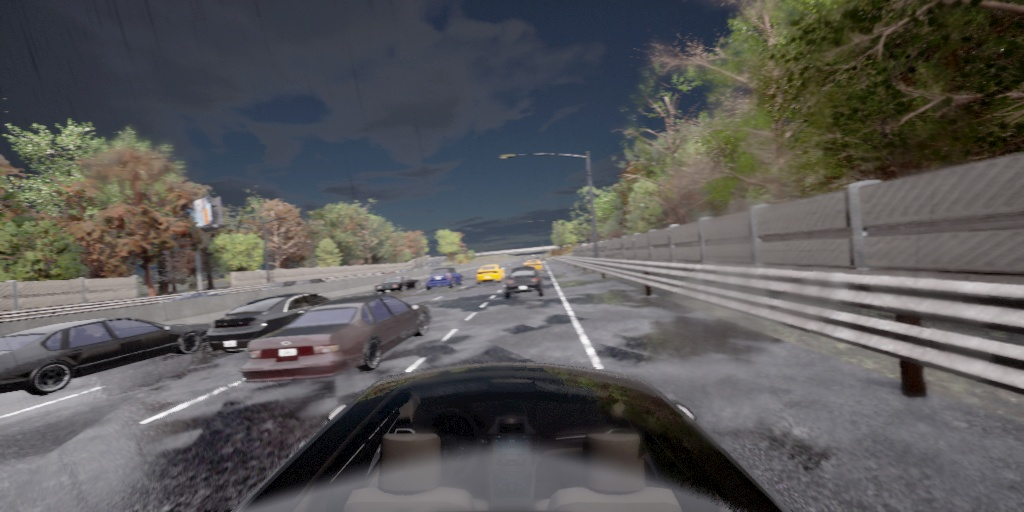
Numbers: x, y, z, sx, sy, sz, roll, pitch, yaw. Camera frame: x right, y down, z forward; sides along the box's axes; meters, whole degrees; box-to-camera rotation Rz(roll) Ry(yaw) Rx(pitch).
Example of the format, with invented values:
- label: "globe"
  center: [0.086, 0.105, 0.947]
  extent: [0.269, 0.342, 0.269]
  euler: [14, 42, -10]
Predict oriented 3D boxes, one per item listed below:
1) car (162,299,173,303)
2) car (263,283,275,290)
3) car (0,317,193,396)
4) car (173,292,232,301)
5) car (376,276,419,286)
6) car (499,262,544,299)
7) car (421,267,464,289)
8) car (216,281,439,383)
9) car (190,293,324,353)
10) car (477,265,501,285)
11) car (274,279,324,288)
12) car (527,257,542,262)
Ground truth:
- label: "car"
  center: [-29.704, 4.154, 33.279]
  extent: [2.033, 1.411, 5.357]
  euler: [-5, 0, 5]
- label: "car"
  center: [-22.587, 3.309, 34.995]
  extent: [2.097, 1.767, 4.553]
  euler: [-5, 0, 5]
- label: "car"
  center: [-10.499, 2.289, 8.958]
  extent: [2.033, 1.411, 5.357]
  euler: [-5, 0, 4]
- label: "car"
  center: [-26.343, 3.891, 31.593]
  extent: [1.895, 1.301, 4.718]
  euler: [-5, 0, 5]
- label: "car"
  center: [-8.919, 2.275, 28.422]
  extent: [1.895, 1.301, 4.718]
  euler: [-5, 0, 5]
- label: "car"
  center: [0.678, 1.278, 18.710]
  extent: [1.812, 1.442, 4.674]
  euler: [-5, 0, 5]
- label: "car"
  center: [-5.390, 1.704, 29.168]
  extent: [2.097, 1.767, 4.553]
  euler: [-5, 0, 5]
- label: "car"
  center: [-3.539, 1.647, 8.488]
  extent: [2.033, 1.411, 5.357]
  euler: [-5, 0, 5]
- label: "car"
  center: [-6.811, 1.916, 11.298]
  extent: [1.837, 1.490, 4.892]
  euler: [-5, 0, 5]
- label: "car"
  center: [-1.749, 1.502, 30.761]
  extent: [1.882, 1.535, 5.008]
  euler: [-5, 0, 5]
- label: "car"
  center: [-19.219, 2.993, 33.460]
  extent: [2.097, 1.767, 4.553]
  euler: [-5, 0, 5]
- label: "car"
  center: [2.492, 1.158, 41.274]
  extent: [1.882, 1.535, 5.008]
  euler: [-5, 0, 5]
